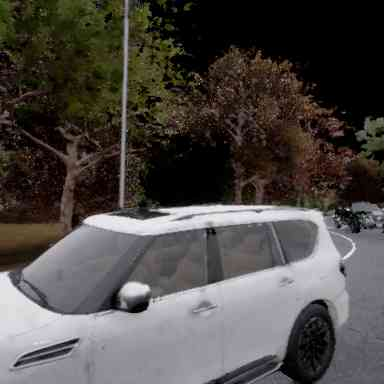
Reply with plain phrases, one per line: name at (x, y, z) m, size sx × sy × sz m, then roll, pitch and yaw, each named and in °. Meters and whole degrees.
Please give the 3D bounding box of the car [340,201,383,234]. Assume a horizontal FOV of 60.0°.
car at (11.291, 1.631, 22.308) m, size 2.150 × 2.045 × 5.566 m, roll 1°, pitch -1°, yaw 5°

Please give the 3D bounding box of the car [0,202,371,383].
car at (-0.424, 1.213, 3.787) m, size 5.566 × 2.045 × 2.150 m, roll 0°, pitch 0°, yaw -37°
